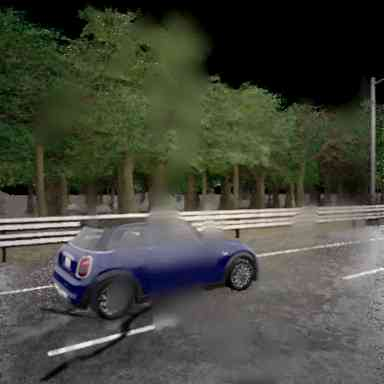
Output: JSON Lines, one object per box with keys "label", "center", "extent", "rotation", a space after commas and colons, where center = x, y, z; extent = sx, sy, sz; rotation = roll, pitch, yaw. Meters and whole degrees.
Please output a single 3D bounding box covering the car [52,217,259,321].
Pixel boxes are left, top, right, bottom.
{"label": "car", "center": [-0.616, 1.361, 7.533], "extent": [4.553, 1.767, 2.097], "rotation": [0, 0, -35]}
